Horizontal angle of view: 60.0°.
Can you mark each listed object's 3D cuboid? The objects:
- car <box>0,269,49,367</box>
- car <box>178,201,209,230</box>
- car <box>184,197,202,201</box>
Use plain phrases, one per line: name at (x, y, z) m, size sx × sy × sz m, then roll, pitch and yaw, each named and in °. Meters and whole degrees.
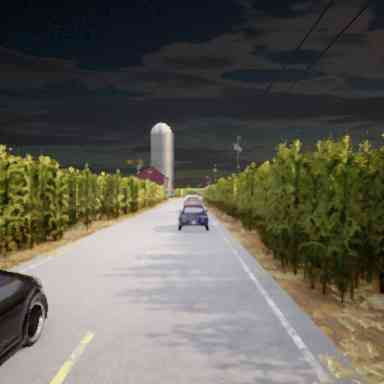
car at (-3.256, 1.563, 3.543) m, size 1.994 × 1.385 × 4.181 m, roll 0°, pitch 0°, yaw 0°
car at (0.088, 1.525, 20.985) m, size 1.812 × 1.442 × 4.674 m, roll 0°, pitch 0°, yaw 0°
car at (0.093, 1.351, 38.802) m, size 2.097 × 1.767 × 4.553 m, roll 0°, pitch 0°, yaw 0°
